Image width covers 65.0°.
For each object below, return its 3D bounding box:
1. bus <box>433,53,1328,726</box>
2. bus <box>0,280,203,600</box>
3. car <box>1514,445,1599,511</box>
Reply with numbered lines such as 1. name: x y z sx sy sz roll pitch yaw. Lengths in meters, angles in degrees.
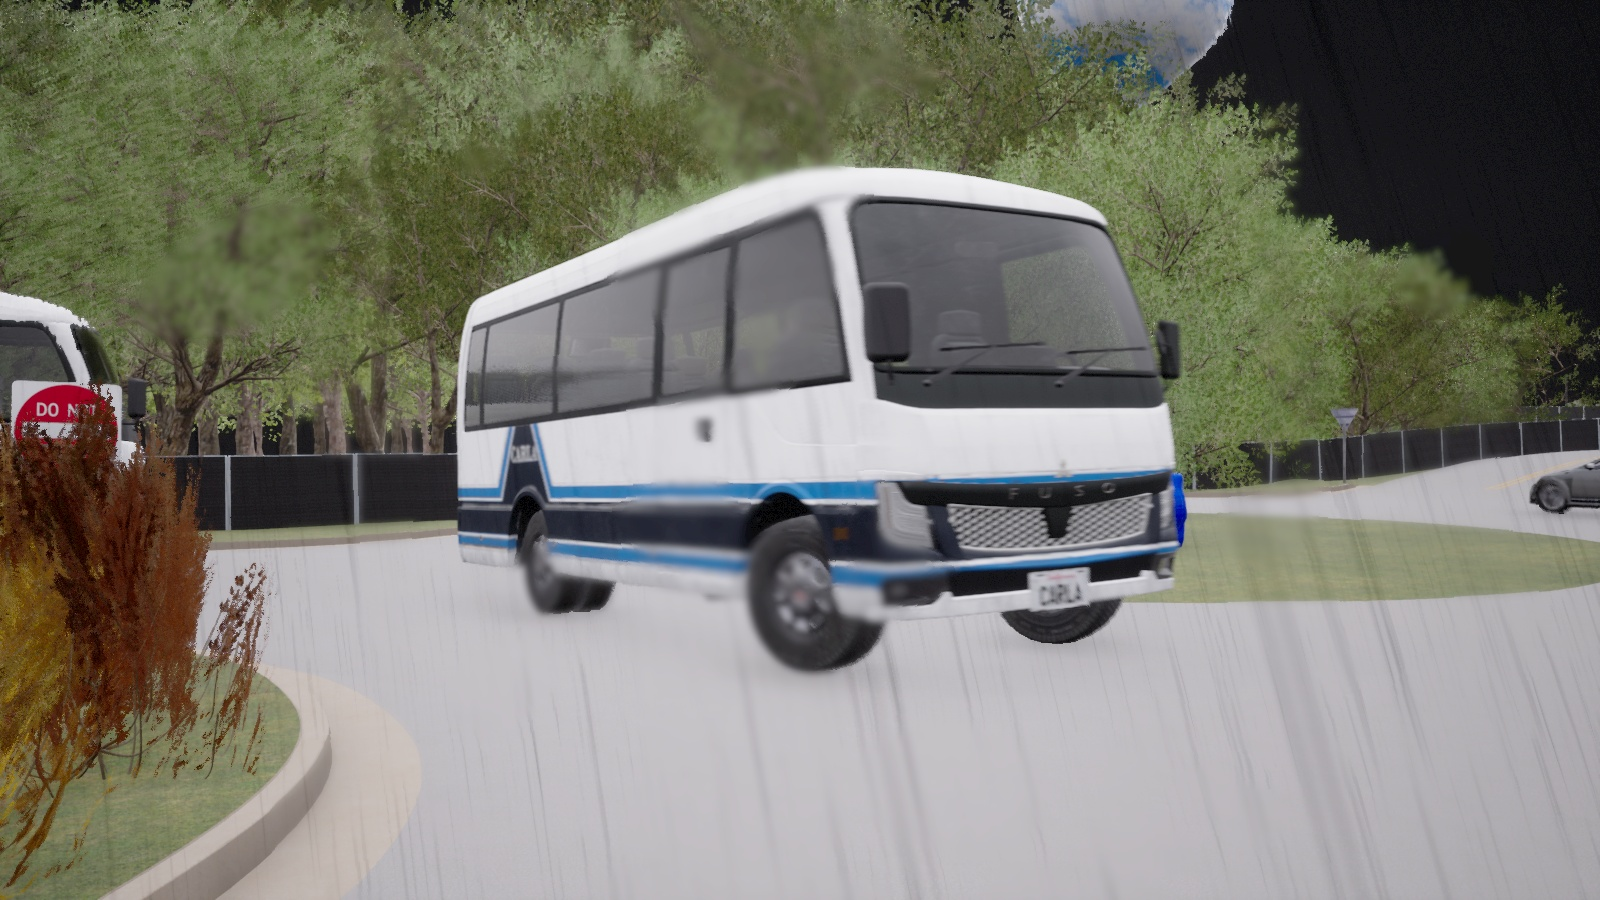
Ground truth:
1. bus: -0.310 -0.265 13.305 3.944 4.253 10.273 -2 -1 -33
2. bus: -14.107 -0.085 17.406 10.273 4.253 3.944 0 -1 -22
3. car: 17.750 0.582 26.736 1.994 1.385 4.181 0 0 -17
